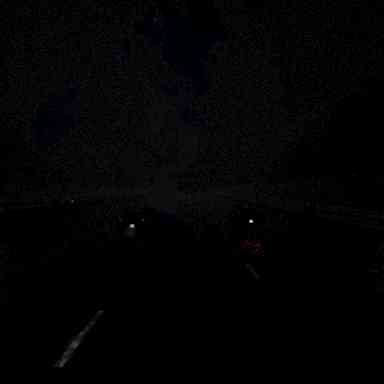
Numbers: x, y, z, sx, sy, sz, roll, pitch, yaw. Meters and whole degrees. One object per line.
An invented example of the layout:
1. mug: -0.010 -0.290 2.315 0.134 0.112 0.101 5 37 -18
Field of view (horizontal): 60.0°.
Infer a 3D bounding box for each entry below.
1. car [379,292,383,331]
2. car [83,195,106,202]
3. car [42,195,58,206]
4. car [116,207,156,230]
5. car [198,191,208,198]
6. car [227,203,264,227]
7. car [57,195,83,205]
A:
1. car: 3.601 1.239 2.110 2.150 2.045 5.566 0 0 0
2. car: -14.070 1.299 49.179 1.837 1.490 4.892 0 1 0
3. car: -21.052 1.275 50.761 2.128 1.511 4.902 0 0 0
4. car: -3.397 1.618 21.103 1.895 1.301 4.718 0 0 0
5. car: 3.509 0.984 92.985 1.994 1.385 4.181 0 0 0
6. car: 3.603 1.511 22.676 1.837 1.490 4.892 0 0 0
7. car: -17.567 1.275 49.074 1.882 1.535 5.008 0 1 0
